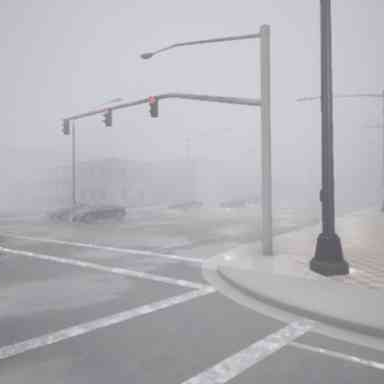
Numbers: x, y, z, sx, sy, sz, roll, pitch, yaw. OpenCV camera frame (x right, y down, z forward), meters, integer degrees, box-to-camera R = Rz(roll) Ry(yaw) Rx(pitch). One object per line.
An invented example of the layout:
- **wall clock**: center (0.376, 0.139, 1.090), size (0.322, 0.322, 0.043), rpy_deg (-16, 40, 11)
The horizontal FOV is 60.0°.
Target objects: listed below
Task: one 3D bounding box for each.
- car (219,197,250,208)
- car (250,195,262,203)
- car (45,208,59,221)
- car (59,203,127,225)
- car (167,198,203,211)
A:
- **car**: center (5.284, 1.363, 43.075), size (1.994, 1.385, 4.181), rpy_deg (-1, 0, 37)
- **car**: center (10.712, 1.192, 56.094), size (1.994, 1.385, 4.181), rpy_deg (-1, 0, 37)
- **car**: center (-9.998, 1.681, 28.403), size (2.128, 1.511, 4.902), rpy_deg (-1, 0, 37)
- **car**: center (-7.373, 1.632, 26.074), size (2.128, 1.511, 4.902), rpy_deg (-1, 1, 36)
- **car**: center (-0.707, 1.487, 40.898), size (2.033, 1.411, 5.357), rpy_deg (-1, 0, 37)
